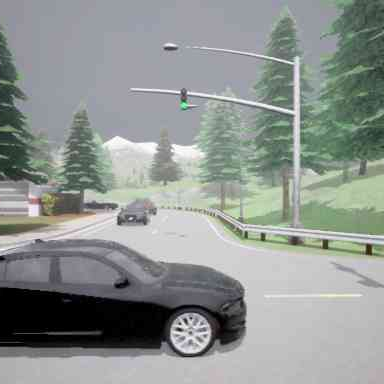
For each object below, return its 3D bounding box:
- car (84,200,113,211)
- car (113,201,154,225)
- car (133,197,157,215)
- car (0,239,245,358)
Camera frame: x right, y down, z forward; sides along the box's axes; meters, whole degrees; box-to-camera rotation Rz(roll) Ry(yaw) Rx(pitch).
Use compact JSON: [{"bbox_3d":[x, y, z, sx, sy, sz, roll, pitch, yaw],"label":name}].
[{"bbox_3d":[-11.608,1.615,41.362,4.718,1.301,1.895,0,0,14],"label":"car"},{"bbox_3d":[-4.113,1.568,23.870,1.994,1.385,4.181,0,0,-2],"label":"car"},{"bbox_3d":[-4.996,1.358,33.657,2.097,1.767,4.553,0,0,-19],"label":"car"},{"bbox_3d":[-1.647,1.534,5.364,5.008,1.535,1.882,1,0,-1],"label":"car"}]
